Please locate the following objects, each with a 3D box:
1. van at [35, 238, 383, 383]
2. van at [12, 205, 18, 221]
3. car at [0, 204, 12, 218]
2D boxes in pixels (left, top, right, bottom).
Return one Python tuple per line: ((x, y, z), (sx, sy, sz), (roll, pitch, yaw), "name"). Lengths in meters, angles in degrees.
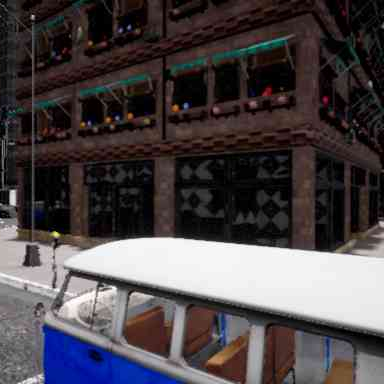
((0.477, 1.350, 2.517), (3.998, 1.788, 1.690), (-1, 0, 36), "van")
((-11.264, 1.588, 25.659), (1.690, 1.788, 3.998), (1, 0, 35), "van")
((-18.094, 1.765, 30.520), (1.947, 1.339, 4.313), (1, 0, 35), "car")
